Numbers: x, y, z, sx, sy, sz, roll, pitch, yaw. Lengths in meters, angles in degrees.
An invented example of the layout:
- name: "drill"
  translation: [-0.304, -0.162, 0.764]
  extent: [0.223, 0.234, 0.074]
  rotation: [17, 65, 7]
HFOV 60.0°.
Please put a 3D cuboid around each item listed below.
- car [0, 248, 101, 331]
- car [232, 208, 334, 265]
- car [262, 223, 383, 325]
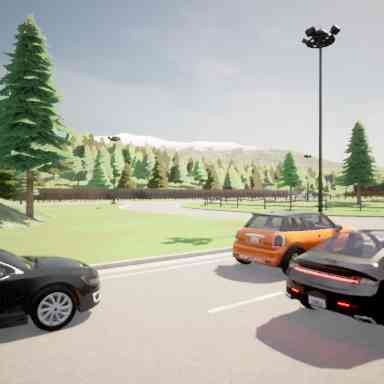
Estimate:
- name: "car"
  translation: [-3.925, 1.504, 5.246]
  extent: [4.892, 1.490, 1.837]
  rotation: [0, 0, -35]
- name: "car"
  translation: [3.496, 1.365, 10.556]
  extent: [4.553, 1.767, 2.097]
  rotation: [0, 0, -35]
- name: "car"
  translation: [3.932, 1.502, 6.580]
  extent: [4.902, 1.511, 2.128]
  rotation: [0, 0, -35]
